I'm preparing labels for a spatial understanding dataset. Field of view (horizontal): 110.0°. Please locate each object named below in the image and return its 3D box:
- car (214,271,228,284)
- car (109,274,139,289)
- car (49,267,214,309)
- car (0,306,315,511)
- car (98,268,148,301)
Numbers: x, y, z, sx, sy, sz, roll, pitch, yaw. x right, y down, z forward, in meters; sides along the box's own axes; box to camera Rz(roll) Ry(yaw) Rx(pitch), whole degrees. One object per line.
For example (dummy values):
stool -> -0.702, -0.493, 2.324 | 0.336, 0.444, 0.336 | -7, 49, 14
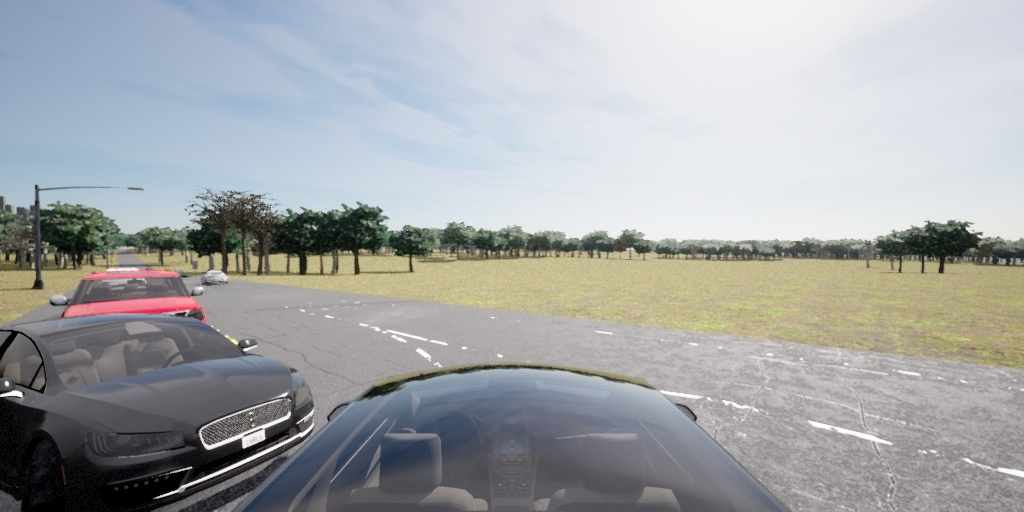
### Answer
car -> -33.266, 2.376, 40.035 | 4.674, 1.442, 1.812 | -2, 0, 42
car -> -41.333, 2.650, 38.301 | 1.895, 1.301, 4.718 | -1, 0, -44
car -> -9.268, 1.382, 8.801 | 5.566, 2.045, 2.150 | -2, 0, 42
car -> -4.470, 1.444, 4.039 | 4.892, 1.490, 1.837 | -3, -3, 23
car -> -27.462, 1.879, 25.327 | 5.566, 2.045, 2.150 | -2, 0, 42
